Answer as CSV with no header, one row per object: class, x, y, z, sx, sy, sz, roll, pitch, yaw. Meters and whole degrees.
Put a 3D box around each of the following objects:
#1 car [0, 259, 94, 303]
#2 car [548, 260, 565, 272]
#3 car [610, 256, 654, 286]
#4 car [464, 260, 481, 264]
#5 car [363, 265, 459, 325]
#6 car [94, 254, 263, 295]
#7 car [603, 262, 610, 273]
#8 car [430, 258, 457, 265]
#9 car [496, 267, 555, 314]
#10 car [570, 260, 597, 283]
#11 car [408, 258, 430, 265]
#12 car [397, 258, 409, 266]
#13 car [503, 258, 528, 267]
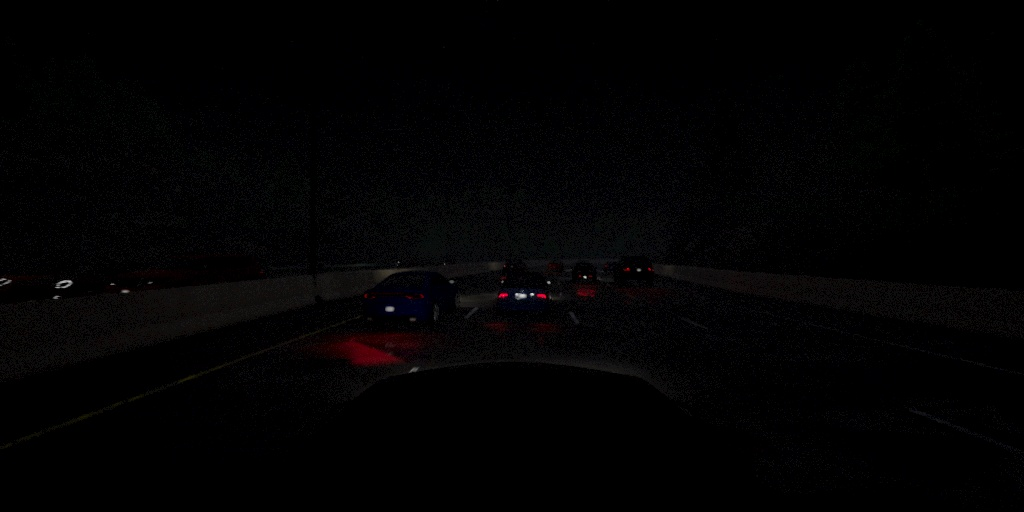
car,-17.051,1.034,15.039,2.097,1.767,4.553,0,0,4
car,5.959,1.292,47.782,1.882,1.535,5.008,0,0,14
car,8.929,1.034,26.659,2.150,2.045,5.566,0,0,9
car,-6.265,1.291,56.815,1.812,1.442,4.674,0,0,16
car,-3.061,1.222,11.828,1.882,1.535,5.008,0,0,3
car,-13.547,0.920,15.479,2.150,2.045,5.566,0,0,4
car,12.854,1.409,46.264,1.994,1.385,4.181,0,0,14
car,-10.252,1.098,55.502,2.097,1.767,4.553,0,0,15
car,0.508,1.310,13.815,2.033,1.411,5.357,0,0,4
car,5.786,1.304,29.026,1.837,1.490,4.892,0,0,9
car,-13.617,1.279,56.504,2.033,1.411,5.357,0,0,16
car,-16.713,1.071,58.404,2.097,1.767,4.553,0,0,16
car,0.430,1.133,39.198,2.097,1.767,4.553,0,0,11
